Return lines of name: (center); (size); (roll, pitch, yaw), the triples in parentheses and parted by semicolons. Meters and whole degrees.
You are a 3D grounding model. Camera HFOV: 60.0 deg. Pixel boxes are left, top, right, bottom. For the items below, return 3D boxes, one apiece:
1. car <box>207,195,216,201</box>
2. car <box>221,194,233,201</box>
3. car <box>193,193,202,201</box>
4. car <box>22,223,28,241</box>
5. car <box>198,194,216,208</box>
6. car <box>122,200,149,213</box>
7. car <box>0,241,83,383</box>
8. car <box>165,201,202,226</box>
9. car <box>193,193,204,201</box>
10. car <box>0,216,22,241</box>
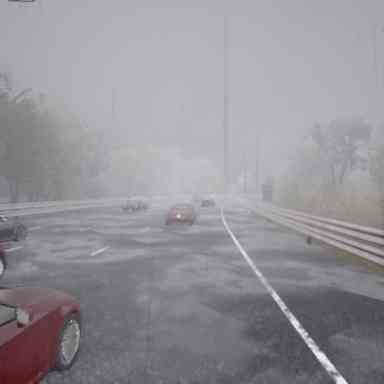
car: (5.346, 1.586, 89.010); (1.812, 1.442, 4.674); (0, 0, 11)
car: (8.989, 1.424, 89.413); (2.097, 1.767, 4.553); (0, 0, 11)
car: (1.818, 1.527, 68.908); (2.128, 1.511, 4.902); (0, 0, 9)
car: (-8.671, 1.549, 13.643); (1.994, 1.385, 4.181); (0, 0, 5)
car: (2.523, 1.499, 50.064); (1.882, 1.535, 5.008); (0, 0, 8)
car: (-6.212, 1.599, 37.317); (1.895, 1.301, 4.718); (0, 0, 7)
car: (-2.554, 1.522, 2.748); (1.812, 1.442, 4.674); (0, 0, 4)
car: (-0.647, 1.569, 23.894); (1.994, 1.385, 4.181); (0, 0, 6)
car: (1.706, 1.281, 88.590); (2.150, 2.045, 5.566); (0, 0, 11)
car: (-5.774, 1.468, 6.520); (1.882, 1.535, 5.008); (0, 0, 5)
